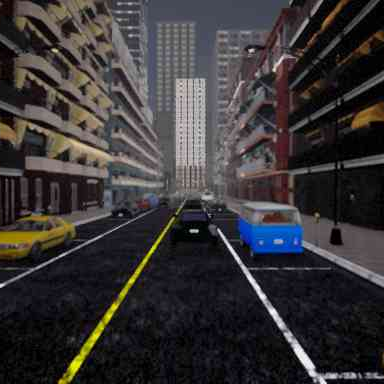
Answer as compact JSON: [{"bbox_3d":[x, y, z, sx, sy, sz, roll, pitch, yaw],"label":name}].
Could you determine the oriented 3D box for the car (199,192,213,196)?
[{"bbox_3d":[2.999,0.972,65.218,2.150,2.045,5.566,0,0,0],"label":"car"}]

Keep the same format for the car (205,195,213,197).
[{"bbox_3d":[2.681,1.392,39.768,2.008,1.369,4.403,-1,0,0],"label":"car"}]

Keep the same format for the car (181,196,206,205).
[{"bbox_3d":[0.094,1.381,30.867,1.837,1.490,4.892,0,0,0],"label":"car"}]

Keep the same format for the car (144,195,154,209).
[{"bbox_3d":[-5.700,1.386,39.782,1.887,1.381,4.507,0,0,0],"label":"car"}]

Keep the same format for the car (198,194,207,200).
[{"bbox_3d":[2.681,1.232,83.955,2.008,1.369,4.403,-1,0,0],"label":"car"}]

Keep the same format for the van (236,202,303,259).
[{"bbox_3d":[2.680,1.291,12.152,1.690,1.788,3.998,-1,0,0],"label":"van"}]

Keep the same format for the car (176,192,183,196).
[{"bbox_3d":[-3.002,0.790,79.346,1.882,1.535,5.008,0,0,0],"label":"car"}]

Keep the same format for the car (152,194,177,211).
[{"bbox_3d":[-3.094,1.352,38.224,1.837,1.490,4.892,0,0,0],"label":"car"}]

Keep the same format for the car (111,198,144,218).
[{"bbox_3d":[-5.699,1.450,28.734,1.947,1.339,4.313,0,0,0],"label":"car"}]

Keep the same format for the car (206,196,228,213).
[{"bbox_3d":[2.682,1.414,34.245,2.008,1.369,4.403,-1,0,0],"label":"car"}]

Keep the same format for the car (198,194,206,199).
[{"bbox_3d":[2.681,1.187,89.649,1.752,1.417,4.829,-1,0,0],"label":"car"}]

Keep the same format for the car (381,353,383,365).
[{"bbox_3d":[2.682,1.520,1.275,1.752,1.417,4.829,0,0,0],"label":"car"}]

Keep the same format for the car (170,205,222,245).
[{"bbox_3d":[0.092,1.502,15.135,1.994,1.385,4.181,0,0,0],"label":"car"}]

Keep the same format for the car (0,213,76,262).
[{"bbox_3d":[-5.699,1.476,11.995,1.752,1.417,4.829,0,0,0],"label":"car"}]

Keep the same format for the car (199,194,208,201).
[{"bbox_3d":[2.681,1.246,78.432,1.887,1.381,4.507,-1,0,0],"label":"car"}]

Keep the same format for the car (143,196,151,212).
[{"bbox_3d":[-5.699,1.407,34.258,1.887,1.381,4.507,0,0,0],"label":"car"}]

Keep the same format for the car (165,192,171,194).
[{"bbox_3d":[-5.703,1.016,78.444,2.192,1.841,5.009,-1,0,0],"label":"car"}]
